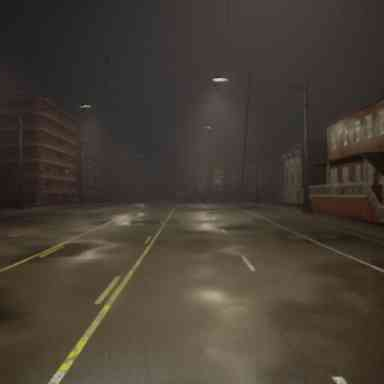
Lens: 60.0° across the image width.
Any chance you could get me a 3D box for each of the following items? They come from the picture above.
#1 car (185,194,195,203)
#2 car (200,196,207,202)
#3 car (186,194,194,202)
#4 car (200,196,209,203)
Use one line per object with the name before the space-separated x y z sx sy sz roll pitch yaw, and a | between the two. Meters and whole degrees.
car | -0.455 1.865 78.387 1.994 1.385 4.181 0 -1 0
car | 2.991 1.880 87.512 1.812 1.442 4.674 0 -1 0
car | -0.512 1.610 87.527 2.150 2.045 5.566 0 -1 0
car | 3.045 1.881 78.463 1.895 1.301 4.718 0 -1 0
